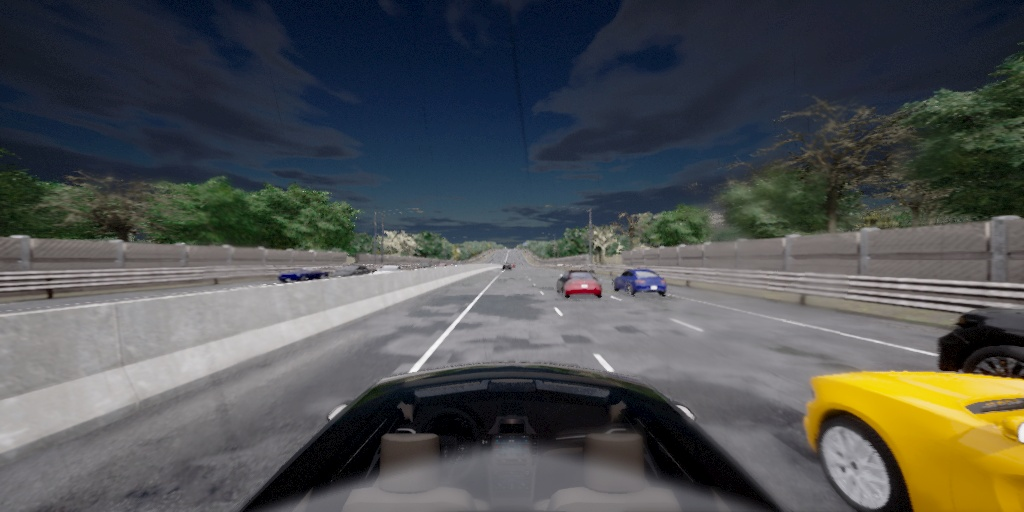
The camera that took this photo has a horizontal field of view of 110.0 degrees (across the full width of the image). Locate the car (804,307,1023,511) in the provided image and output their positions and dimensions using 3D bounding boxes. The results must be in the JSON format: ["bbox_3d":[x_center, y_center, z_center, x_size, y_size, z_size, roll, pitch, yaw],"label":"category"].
[{"bbox_3d":[3.601,1.225,1.209,1.882,1.535,5.008,0,-1,0],"label":"car"}]

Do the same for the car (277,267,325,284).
[{"bbox_3d":[-17.584,1.627,30.434,1.895,1.301,4.718,0,-1,0],"label":"car"}]

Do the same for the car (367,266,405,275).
[{"bbox_3d":[-10.581,1.565,31.359,1.812,1.442,4.674,0,-1,0],"label":"car"}]

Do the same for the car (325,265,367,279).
[{"bbox_3d":[-14.081,1.548,31.625,1.837,1.490,4.892,0,-1,0],"label":"car"}]

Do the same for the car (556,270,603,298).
[{"bbox_3d":[3.604,1.474,19.810,1.994,1.385,4.181,0,-1,0],"label":"car"}]

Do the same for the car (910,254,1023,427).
[{"bbox_3d":[7.101,0.981,2.634,2.150,2.045,5.566,0,-1,0],"label":"car"}]

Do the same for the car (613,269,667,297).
[{"bbox_3d":[7.103,1.440,20.245,1.812,1.442,4.674,0,-1,0],"label":"car"}]
